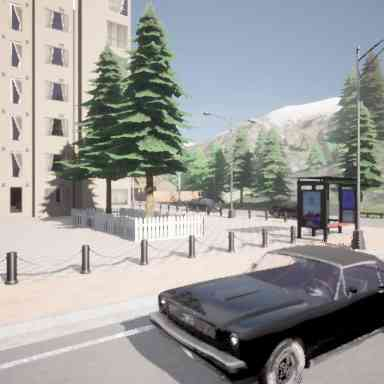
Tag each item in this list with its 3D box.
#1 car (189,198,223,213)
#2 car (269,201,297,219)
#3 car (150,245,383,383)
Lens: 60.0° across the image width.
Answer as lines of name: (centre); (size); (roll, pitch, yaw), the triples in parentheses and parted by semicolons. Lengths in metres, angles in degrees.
car: (1.515, 1.513, 37.811); (1.837, 1.490, 4.892); (0, 2, -35)
car: (8.669, 1.492, 27.582); (1.882, 1.535, 5.008); (0, 0, -35)
car: (1.773, 1.600, 5.207); (4.718, 1.301, 1.895); (0, 0, -35)
